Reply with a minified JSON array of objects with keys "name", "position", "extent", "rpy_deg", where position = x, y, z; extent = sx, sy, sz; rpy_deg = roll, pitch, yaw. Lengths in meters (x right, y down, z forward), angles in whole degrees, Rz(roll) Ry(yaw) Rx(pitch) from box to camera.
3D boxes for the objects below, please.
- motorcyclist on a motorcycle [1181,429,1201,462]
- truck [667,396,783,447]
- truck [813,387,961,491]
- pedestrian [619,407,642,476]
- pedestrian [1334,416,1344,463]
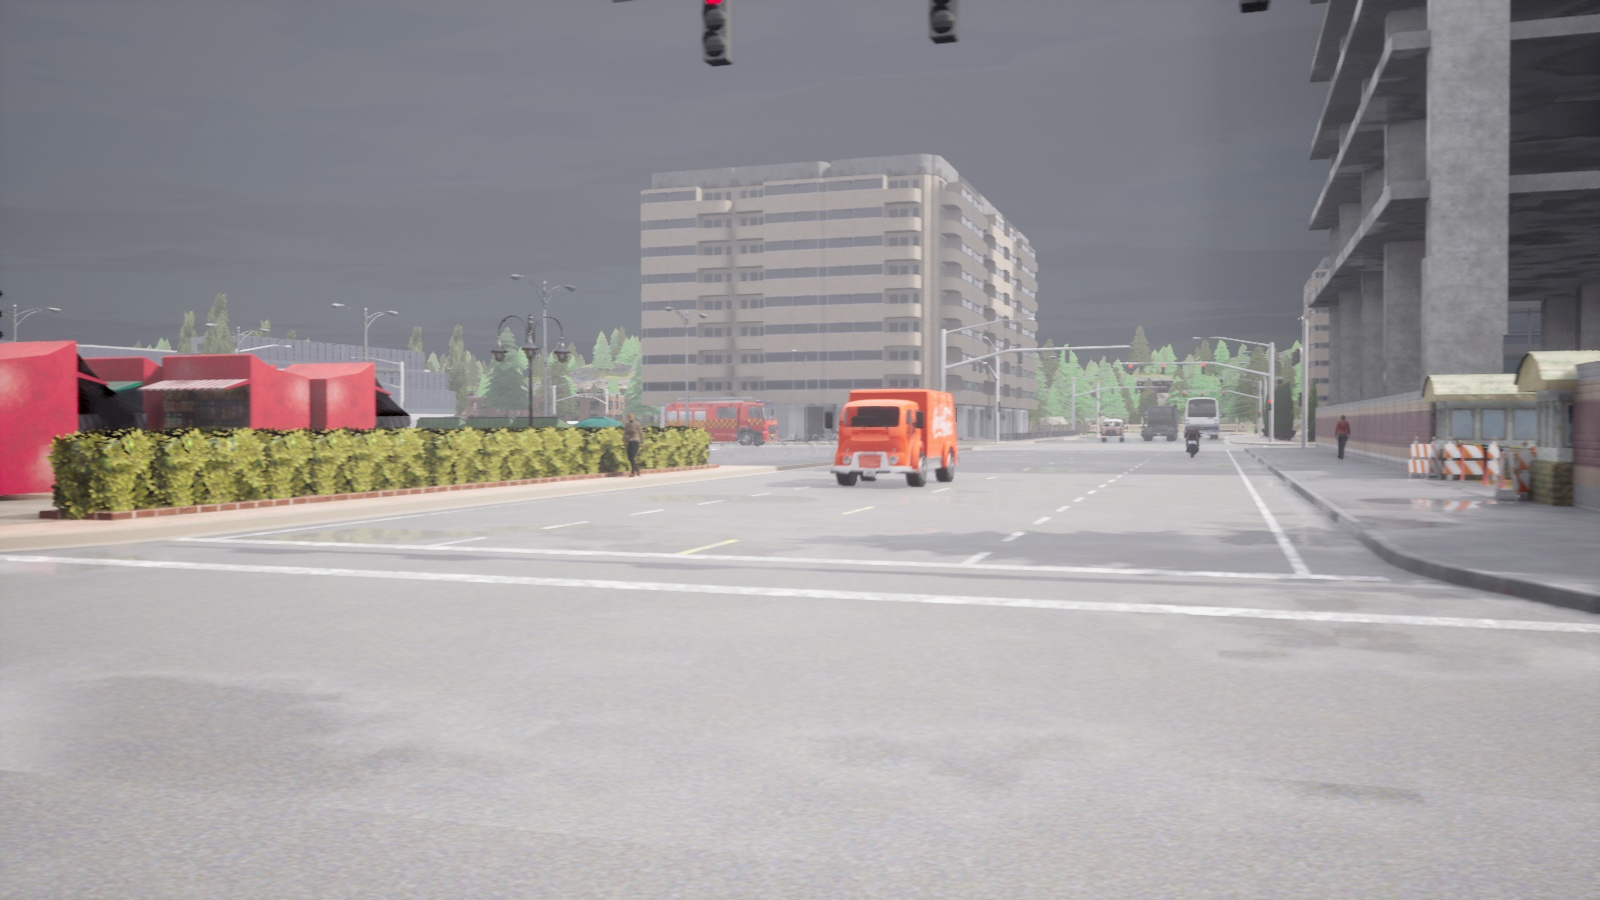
[{"name":"motorcyclist on a motorcycle","position":[18.359,-0.228,58.957],"extent":[0.866,1.530,2.191],"rpy_deg":[1,1,18]},{"name":"truck","position":[-5.766,-2.218,96.893],"extent":[8.468,3.827,2.891],"rpy_deg":[1,1,18]},{"name":"truck","position":[2.386,-0.315,32.698],"extent":[2.627,2.467,5.204],"rpy_deg":[1,1,18]},{"name":"pedestrian","position":[-4.554,-0.226,33.737],"extent":[0.331,1.846,0.634],"rpy_deg":[1,1,23]},{"name":"pedestrian","position":[21.275,-0.405,49.568],"extent":[0.331,1.846,0.636],"rpy_deg":[1,1,20]}]
